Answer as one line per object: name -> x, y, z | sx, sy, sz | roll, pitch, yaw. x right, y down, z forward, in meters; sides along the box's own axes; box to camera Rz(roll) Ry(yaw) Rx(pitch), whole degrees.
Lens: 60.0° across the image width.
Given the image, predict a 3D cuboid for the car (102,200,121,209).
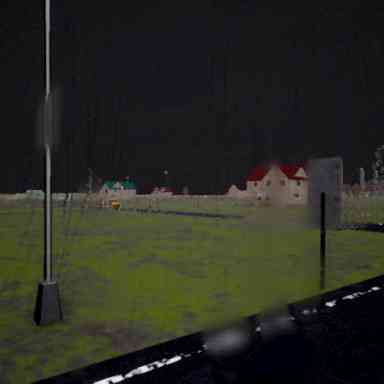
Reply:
car -> -13.168, 1.961, 53.959 | 1.882, 1.535, 5.008 | 1, -1, -36
